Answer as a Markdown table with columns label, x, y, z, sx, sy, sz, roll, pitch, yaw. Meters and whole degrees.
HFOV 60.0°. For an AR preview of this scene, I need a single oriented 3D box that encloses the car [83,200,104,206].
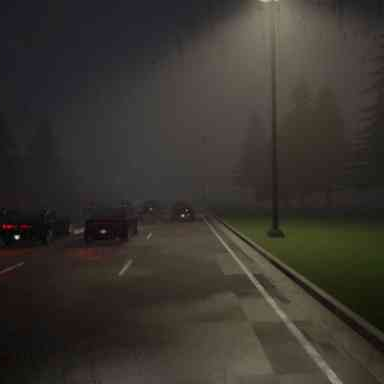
| label | x | y | z | sx | sy | sz | roll | pitch | yaw |
| --- | --- | --- | --- | --- | --- | --- | --- | --- | --- |
| car | -11.494 | 1.683 | 39.708 | 2.033 | 1.411 | 5.357 | -1 | 0 | -1 |

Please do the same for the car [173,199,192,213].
| label | x | y | z | sx | sy | sz | roll | pitch | yaw |
| --- | --- | --- | --- | --- | --- | --- | --- | --- | --- |
| car | -1.060 | 1.546 | 39.104 | 2.033 | 1.411 | 5.357 | -1 | 0 | -1 |

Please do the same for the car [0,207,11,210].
| label | x | y | z | sx | sy | sz | roll | pitch | yaw |
| --- | --- | --- | --- | --- | --- | --- | --- | --- | --- |
| car | -10.921 | 1.642 | 19.423 | 1.837 | 1.490 | 4.892 | -1 | 0 | -2 |

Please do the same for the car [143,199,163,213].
| label | x | y | z | sx | sy | sz | roll | pitch | yaw |
| --- | --- | --- | --- | --- | --- | --- | --- | --- | --- |
| car | -4.444 | 1.550 | 37.951 | 1.837 | 1.490 | 4.892 | -1 | 0 | -2 |

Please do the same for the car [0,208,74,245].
| label | x | y | z | sx | sy | sz | roll | pitch | yaw |
| --- | --- | --- | --- | --- | --- | --- | --- | --- | --- |
| car | -7.327 | 1.597 | 16.248 | 1.837 | 1.490 | 4.892 | -1 | 0 | -2 |

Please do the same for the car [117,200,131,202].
| label | x | y | z | sx | sy | sz | roll | pitch | yaw |
| --- | --- | --- | --- | --- | --- | --- | --- | --- | --- |
| car | -7.976 | 1.637 | 39.015 | 2.033 | 1.411 | 5.357 | -1 | 0 | -1 |

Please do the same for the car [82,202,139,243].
| label | x | y | z | sx | sy | sz | roll | pitch | yaw |
| --- | --- | --- | --- | --- | --- | --- | --- | --- | --- |
| car | -3.835 | 1.521 | 16.521 | 1.882 | 1.535 | 5.008 | -1 | 0 | -2 |

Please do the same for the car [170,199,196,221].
| label | x | y | z | sx | sy | sz | roll | pitch | yaw |
| --- | --- | --- | --- | --- | --- | --- | --- | --- | --- |
| car | -0.740 | 1.505 | 27.267 | 1.837 | 1.490 | 4.892 | -1 | 0 | -2 |
